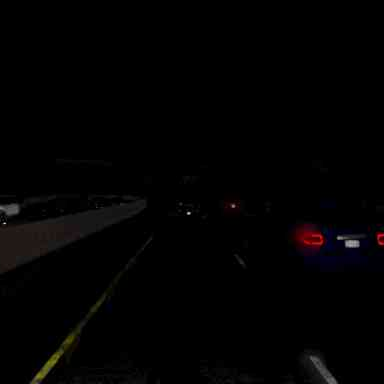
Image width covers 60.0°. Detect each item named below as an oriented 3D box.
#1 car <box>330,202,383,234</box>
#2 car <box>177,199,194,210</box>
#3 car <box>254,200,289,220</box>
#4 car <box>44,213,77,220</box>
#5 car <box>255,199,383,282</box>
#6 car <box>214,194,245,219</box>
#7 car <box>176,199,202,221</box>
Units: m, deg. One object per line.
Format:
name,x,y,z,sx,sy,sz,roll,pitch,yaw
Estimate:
car,10.318,1.451,20.056,1.882,1.535,5.008,0,0,-1
car,-0.902,1.573,43.021,1.895,1.301,4.718,0,0,-4
car,6.708,1.498,28.694,1.812,1.442,4.674,0,0,-1
car,-11.013,1.473,28.454,1.882,1.535,5.008,0,0,-1
car,3.434,1.210,9.875,2.150,2.045,5.566,0,0,-1
car,3.207,1.198,28.960,2.150,2.045,5.566,0,0,-1
car,-0.260,1.546,26.795,1.994,1.385,4.181,0,0,-1
